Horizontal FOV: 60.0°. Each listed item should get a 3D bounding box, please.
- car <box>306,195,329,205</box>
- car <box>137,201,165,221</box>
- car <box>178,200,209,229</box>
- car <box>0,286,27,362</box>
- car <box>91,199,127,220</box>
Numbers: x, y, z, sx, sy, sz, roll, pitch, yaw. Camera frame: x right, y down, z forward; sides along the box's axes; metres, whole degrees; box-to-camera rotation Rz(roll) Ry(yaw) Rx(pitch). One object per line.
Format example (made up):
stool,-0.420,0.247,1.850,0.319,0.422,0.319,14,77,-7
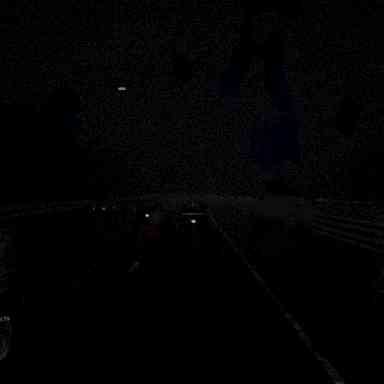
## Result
car,25.995,1.566,69.008,2.150,2.045,5.566,0,0,-23
car,-3.403,1.544,27.773,1.837,1.490,4.892,0,0,0
car,0.097,1.519,22.121,2.128,1.511,4.902,0,0,0
car,-3.400,1.603,2.848,1.895,1.301,4.718,0,0,0
car,-6.905,1.381,28.185,2.097,1.767,4.553,0,-1,0
